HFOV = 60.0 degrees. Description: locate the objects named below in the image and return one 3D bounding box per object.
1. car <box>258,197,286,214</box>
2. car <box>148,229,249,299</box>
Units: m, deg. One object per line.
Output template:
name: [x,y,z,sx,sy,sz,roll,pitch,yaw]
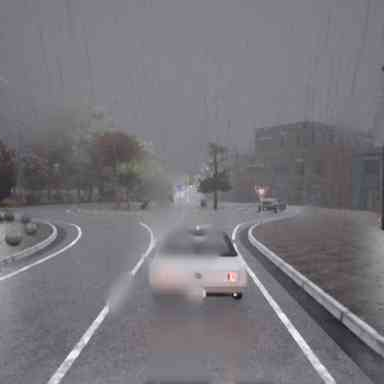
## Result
car: [8.057,1.279,33.280,1.837,1.490,4.892,2,2,30]
car: [0.175,1.584,8.370,1.895,1.301,4.718,0,0,2]
